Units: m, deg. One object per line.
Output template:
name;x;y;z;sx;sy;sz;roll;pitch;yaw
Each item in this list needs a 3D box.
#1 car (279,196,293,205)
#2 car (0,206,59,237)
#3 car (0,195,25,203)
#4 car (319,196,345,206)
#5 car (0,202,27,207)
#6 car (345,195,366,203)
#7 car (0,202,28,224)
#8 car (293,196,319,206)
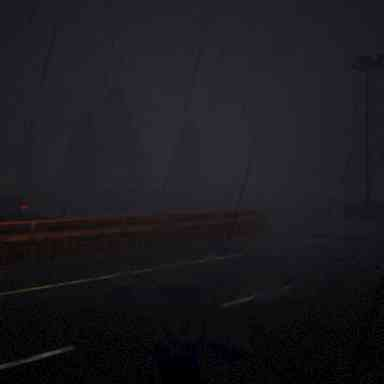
car;15.498;1.263;52.757;1.994;1.385;4.181;0;0;38
car;-8.312;1.561;15.378;4.181;1.385;1.994;0;0;-36
car;-13.122;1.231;20.474;5.566;2.045;2.150;0;0;-36
car;20.583;1.233;47.829;2.033;1.411;5.357;0;0;39
car;-11.607;1.503;17.283;4.902;1.511;2.128;0;0;-36
car;22.537;1.189;44.740;1.837;1.490;4.892;0;0;39
car;-14.609;1.510;23.765;4.892;1.490;1.837;-1;0;-36
car;17.493;1.246;49.568;2.033;1.411;5.357;0;0;39
